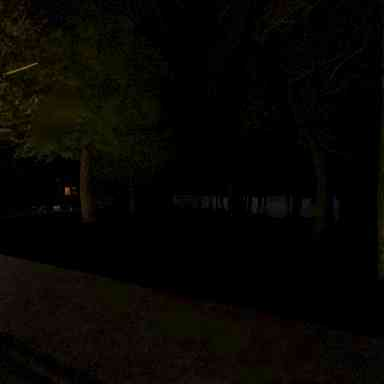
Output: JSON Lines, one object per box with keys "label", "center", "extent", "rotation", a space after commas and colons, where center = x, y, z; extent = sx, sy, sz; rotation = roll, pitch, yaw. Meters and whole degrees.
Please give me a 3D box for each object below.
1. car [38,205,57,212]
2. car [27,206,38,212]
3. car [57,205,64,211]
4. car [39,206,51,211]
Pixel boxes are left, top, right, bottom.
{"label": "car", "center": [-33.436, 3.884, 77.240], "extent": [1.837, 1.490, 4.892], "rotation": [0, -2, -9]}
{"label": "car", "center": [-36.705, 3.910, 77.083], "extent": [1.837, 1.490, 4.892], "rotation": [0, -2, -9]}
{"label": "car", "center": [-35.149, 4.236, 87.523], "extent": [2.128, 1.511, 4.902], "rotation": [0, -2, -9]}
{"label": "car", "center": [-38.355, 4.273, 86.988], "extent": [1.994, 1.385, 4.181], "rotation": [0, -2, -9]}
